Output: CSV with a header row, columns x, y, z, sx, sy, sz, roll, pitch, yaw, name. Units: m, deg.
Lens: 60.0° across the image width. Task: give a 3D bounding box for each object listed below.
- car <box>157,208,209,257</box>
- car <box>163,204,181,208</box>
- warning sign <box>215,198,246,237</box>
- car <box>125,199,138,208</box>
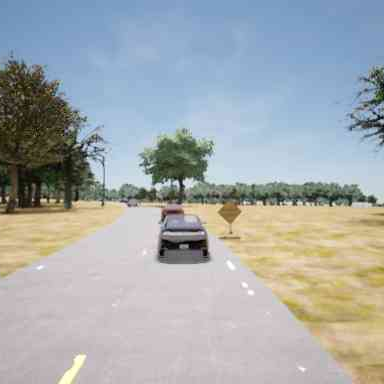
x,y,z,sx,sy,sz,roll,pitch,yaw,name
-0.389,1.647,13.633,2.128,1.511,4.902,0,0,-3,car
-1.759,1.793,29.413,1.882,1.535,5.008,0,0,-6,car
1.983,1.319,17.391,1.300,1.860,1.060,-3,-3,-4,warning sign
-11.333,2.141,63.625,1.812,1.442,4.674,-3,3,-13,car
